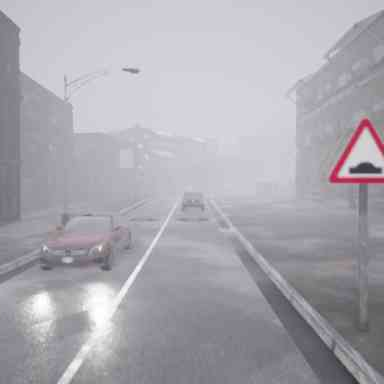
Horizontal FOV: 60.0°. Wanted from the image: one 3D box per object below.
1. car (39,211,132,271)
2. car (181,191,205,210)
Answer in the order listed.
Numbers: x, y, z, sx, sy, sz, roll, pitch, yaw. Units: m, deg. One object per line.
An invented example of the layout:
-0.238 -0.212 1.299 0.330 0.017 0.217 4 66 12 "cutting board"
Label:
-3.095 1.375 10.606 1.812 1.442 4.674 0 2 0 "car"
0.097 0.644 27.820 2.033 1.411 5.357 0 3 0 "car"
